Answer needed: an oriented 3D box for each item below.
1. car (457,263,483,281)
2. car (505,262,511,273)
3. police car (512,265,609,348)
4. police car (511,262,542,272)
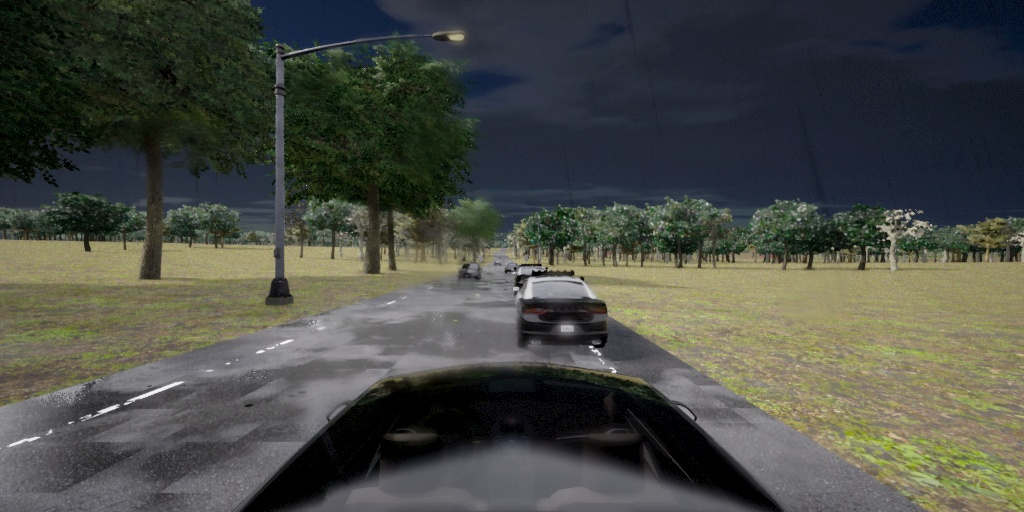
[{"bbox_3d":[-3.597,1.378,31.362,1.837,1.490,4.892,0,0,0],"label":"car"},{"bbox_3d":[0.027,1.571,47.843,1.994,1.385,4.181,0,0,0],"label":"car"},{"bbox_3d":[1.050,1.183,9.401,1.930,1.638,5.238,0,0,0],"label":"police car"},{"bbox_3d":[1.051,1.219,19.406,1.930,1.638,5.238,0,0,0],"label":"police car"}]
